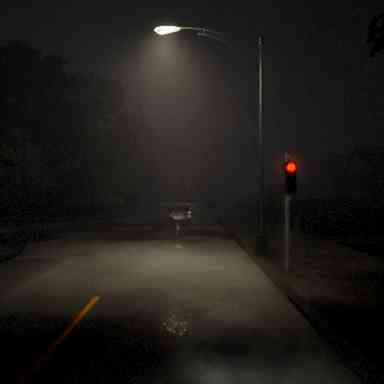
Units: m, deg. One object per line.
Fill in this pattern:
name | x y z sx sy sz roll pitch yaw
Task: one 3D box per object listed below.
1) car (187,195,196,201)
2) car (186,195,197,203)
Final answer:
car | -0.099 1.406 77.981 1.895 1.301 4.718 0 0 0
car | -0.086 1.507 67.948 1.812 1.442 4.674 0 0 0
